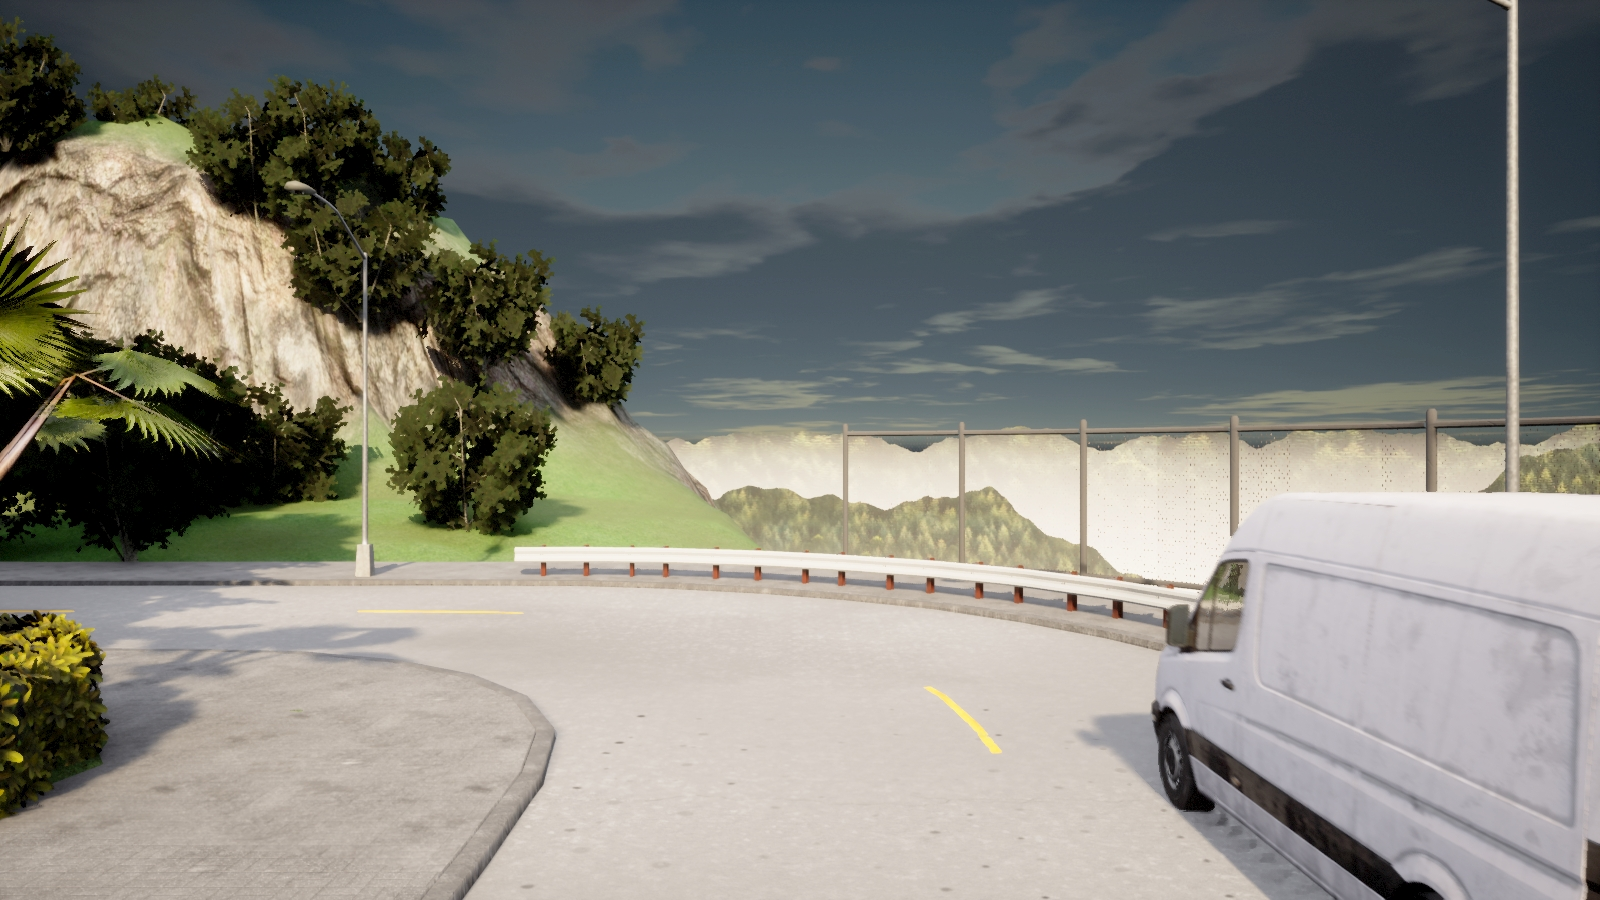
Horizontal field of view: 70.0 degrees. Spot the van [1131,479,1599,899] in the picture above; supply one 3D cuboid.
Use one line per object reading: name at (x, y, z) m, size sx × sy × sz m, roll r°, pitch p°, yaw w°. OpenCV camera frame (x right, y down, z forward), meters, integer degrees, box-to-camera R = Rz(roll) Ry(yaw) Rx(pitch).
van at (3.918, 1.534, 7.048) m, size 1.988 × 2.561 × 5.915 m, roll 0°, pitch 0°, yaw 0°
